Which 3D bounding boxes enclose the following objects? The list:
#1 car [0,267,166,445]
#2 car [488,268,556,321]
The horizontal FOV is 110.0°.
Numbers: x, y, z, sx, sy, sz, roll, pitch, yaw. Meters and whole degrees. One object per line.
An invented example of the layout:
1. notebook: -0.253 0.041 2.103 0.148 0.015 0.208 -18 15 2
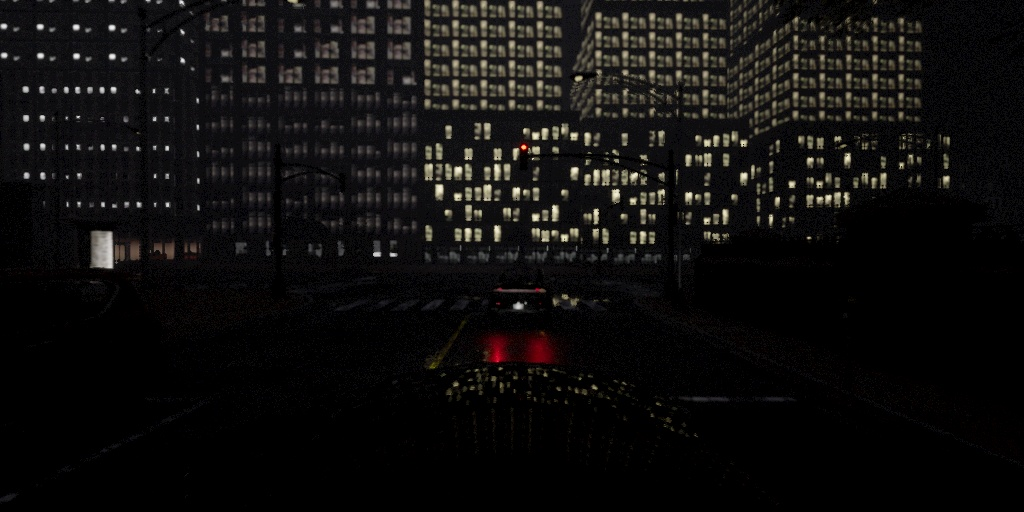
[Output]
1. car: -5.385 1.057 2.484 2.192 1.841 5.009 0 0 0
2. car: 0.420 1.131 12.066 2.128 1.511 4.902 0 1 6
